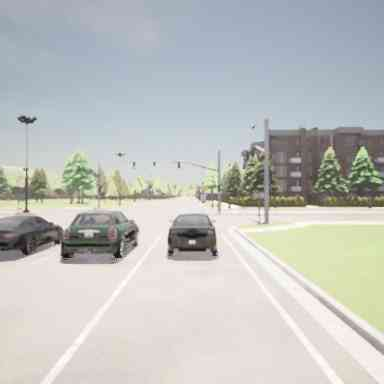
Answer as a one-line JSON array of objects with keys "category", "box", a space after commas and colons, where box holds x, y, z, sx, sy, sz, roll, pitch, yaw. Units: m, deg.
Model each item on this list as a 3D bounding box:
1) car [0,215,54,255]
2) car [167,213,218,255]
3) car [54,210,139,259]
[{"category": "car", "box": [-6.969, 1.683, 13.857, 1.812, 1.442, 4.674, 0, 0, 1]}, {"category": "car", "box": [0.035, 1.639, 14.187, 1.882, 1.535, 5.008, 0, 0, 1]}, {"category": "car", "box": [-3.473, 1.504, 13.391, 2.097, 1.767, 4.553, 0, -1, 1]}]
